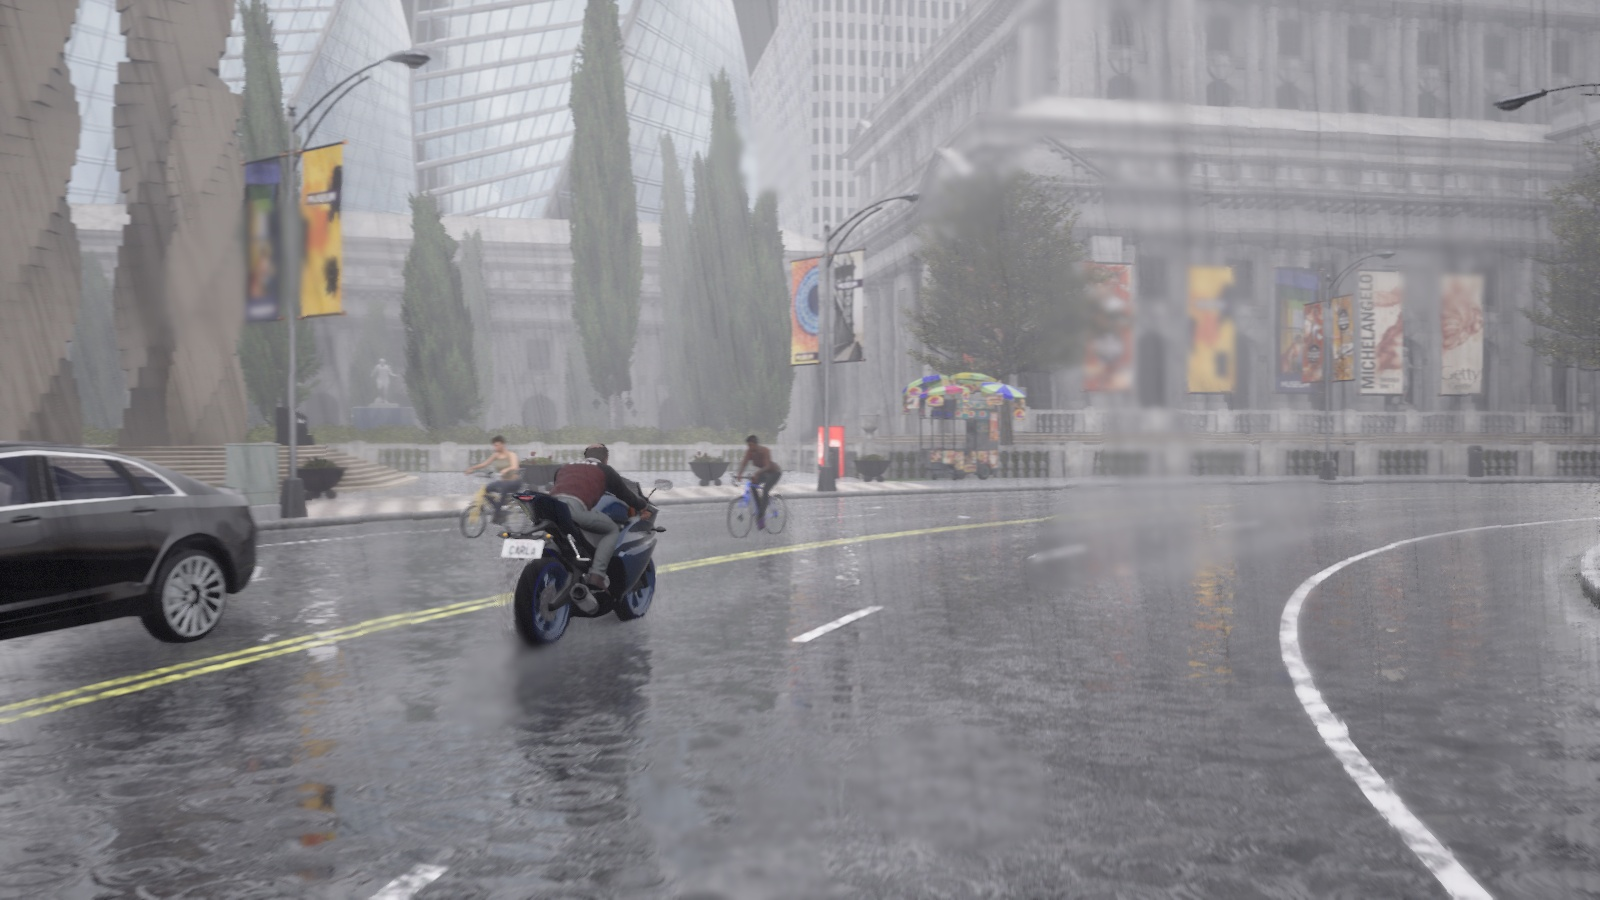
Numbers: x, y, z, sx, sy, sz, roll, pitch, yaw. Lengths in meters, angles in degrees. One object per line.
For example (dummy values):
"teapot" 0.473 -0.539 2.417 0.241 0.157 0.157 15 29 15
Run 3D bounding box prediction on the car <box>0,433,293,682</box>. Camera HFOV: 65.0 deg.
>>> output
"car" -5.803 0.645 8.105 2.128 1.511 4.902 0 0 16

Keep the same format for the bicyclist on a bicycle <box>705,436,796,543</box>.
"bicyclist on a bicycle" -0.764 0.585 19.876 0.582 1.620 1.656 1 1 33

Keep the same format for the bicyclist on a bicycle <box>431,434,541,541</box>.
"bicyclist on a bicycle" -4.918 0.562 19.741 0.866 1.612 1.509 1 1 30

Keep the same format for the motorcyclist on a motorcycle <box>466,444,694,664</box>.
"motorcyclist on a motorcycle" -1.656 0.722 9.940 0.866 1.530 2.191 1 0 17
